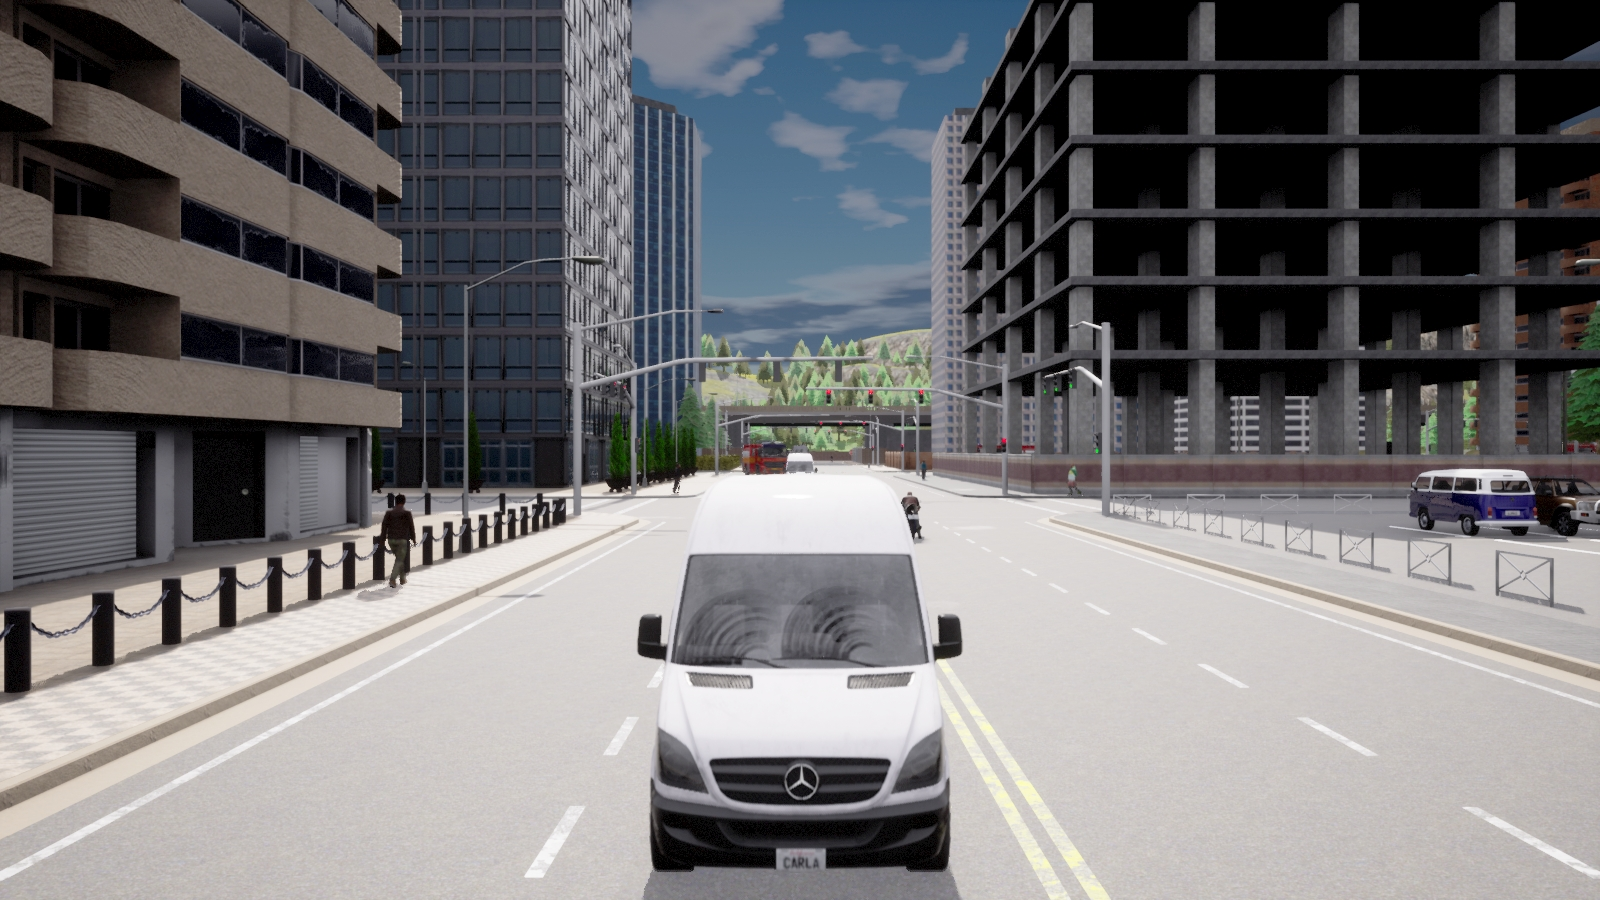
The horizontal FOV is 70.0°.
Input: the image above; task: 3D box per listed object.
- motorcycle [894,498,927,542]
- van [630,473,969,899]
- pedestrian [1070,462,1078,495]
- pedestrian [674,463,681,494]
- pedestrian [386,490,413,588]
[{"bbox_3d":[3.505,2.205,36.422,0.867,1.251,2.209,0,0,0],"label":"motorcycle"},{"bbox_3d":[-0.002,1.535,9.654,1.988,2.561,5.915,0,0,0],"label":"van"},{"bbox_3d":[15.565,1.641,64.840,0.375,1.860,0.375,0,0,-2],"label":"pedestrian"},{"bbox_3d":[-7.288,1.695,67.777,0.375,1.860,0.375,0,0,2],"label":"pedestrian"},{"bbox_3d":[-7.665,1.697,21.885,0.375,1.860,0.375,0,0,1],"label":"pedestrian"}]
